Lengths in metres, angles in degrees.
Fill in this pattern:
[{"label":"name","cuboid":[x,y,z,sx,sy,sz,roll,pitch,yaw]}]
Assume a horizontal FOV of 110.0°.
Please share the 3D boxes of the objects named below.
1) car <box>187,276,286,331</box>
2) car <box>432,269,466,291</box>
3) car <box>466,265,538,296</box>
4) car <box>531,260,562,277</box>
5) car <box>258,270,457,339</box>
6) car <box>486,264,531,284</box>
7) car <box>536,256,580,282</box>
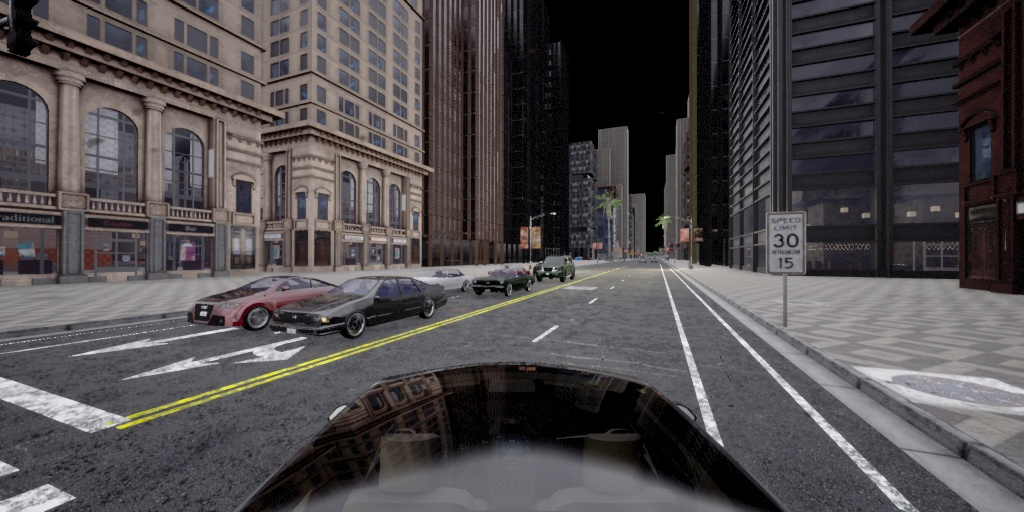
[{"label":"car","cuboid":[-7.236,1.315,11.128,1.994,1.385,4.181,0,0,22]},{"label":"car","cuboid":[-3.936,1.356,19.244,1.895,1.301,4.718,0,0,22]},{"label":"car","cuboid":[-0.352,1.357,19.423,1.895,1.301,4.718,0,0,22]},{"label":"car","cuboid":[3.708,1.250,37.907,1.882,1.535,5.008,0,0,23]},{"label":"car","cuboid":[-3.969,1.299,10.542,2.033,1.411,5.357,0,0,22]},{"label":"car","cuboid":[-0.177,1.364,28.469,1.895,1.301,4.718,0,0,22]},{"label":"car","cuboid":[3.686,0.986,29.328,2.150,2.045,5.566,0,0,22]}]
